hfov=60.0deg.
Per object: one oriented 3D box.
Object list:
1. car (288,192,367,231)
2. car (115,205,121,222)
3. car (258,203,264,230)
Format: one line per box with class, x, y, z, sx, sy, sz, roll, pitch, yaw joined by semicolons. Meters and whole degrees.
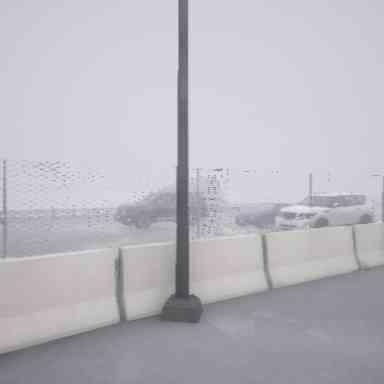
car;6.778;1.050;16.655;5.566;2.045;2.150;-1;1;-31
car;-1.688;0.987;19.622;5.566;2.045;2.150;0;1;-33
car;4.733;1.317;19.488;4.674;1.442;1.812;0;1;-31
